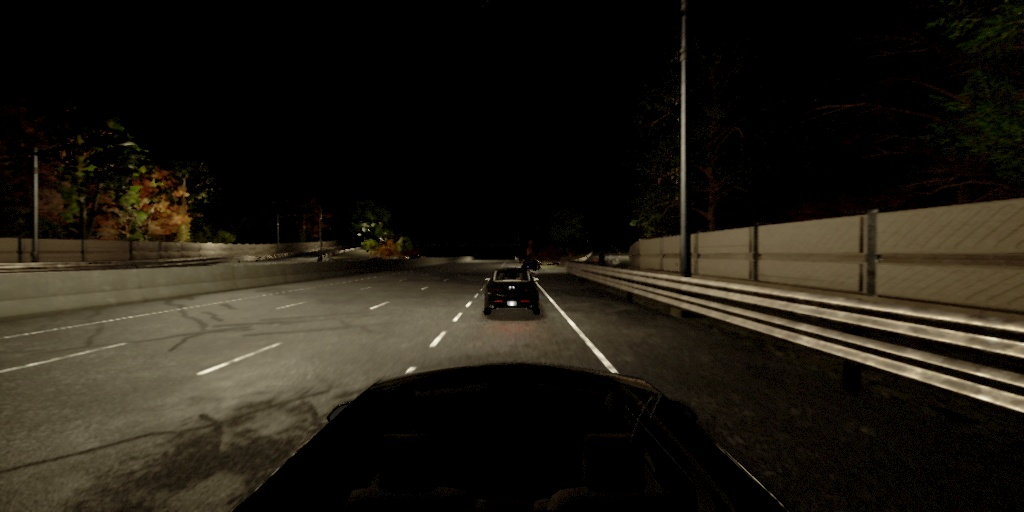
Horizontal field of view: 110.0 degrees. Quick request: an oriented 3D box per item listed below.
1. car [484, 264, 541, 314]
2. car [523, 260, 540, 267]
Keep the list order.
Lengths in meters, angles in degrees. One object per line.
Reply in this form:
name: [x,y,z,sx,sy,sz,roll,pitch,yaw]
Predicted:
car: [-0.006,1.219,13.574,1.837,1.490,4.892,0,0,0]
car: [2.463,1.193,46.046,1.812,1.442,4.674,1,0,13]
